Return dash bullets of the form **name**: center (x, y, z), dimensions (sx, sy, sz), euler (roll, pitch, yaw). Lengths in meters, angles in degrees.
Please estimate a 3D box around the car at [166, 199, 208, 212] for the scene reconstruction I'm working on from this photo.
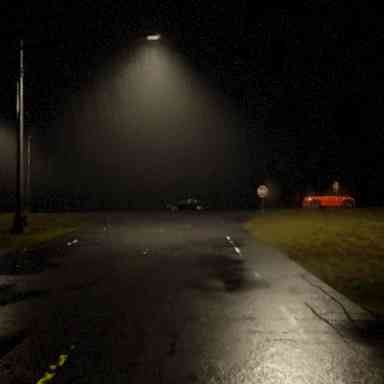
- **car**: center (-0.559, 1.569, 38.518), dimensions (4.902, 1.511, 2.128), euler (-1, -2, -1)

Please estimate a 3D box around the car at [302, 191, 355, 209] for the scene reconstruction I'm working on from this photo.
- **car**: center (13.013, 0.730, 31.768), dimensions (4.553, 1.767, 2.097), euler (-1, -3, -1)
